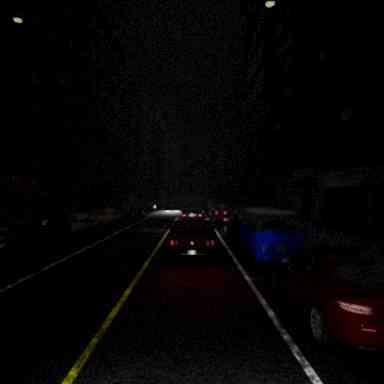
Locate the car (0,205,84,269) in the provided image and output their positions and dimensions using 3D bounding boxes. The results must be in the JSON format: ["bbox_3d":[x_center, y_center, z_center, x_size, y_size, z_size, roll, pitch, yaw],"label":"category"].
[{"bbox_3d":[-5.854,1.436,11.747,2.192,1.841,5.009,0,-1,0],"label":"car"}]

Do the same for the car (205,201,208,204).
[{"bbox_3d":[2.679,1.791,34.134,1.967,1.590,4.097,0,-1,0],"label":"car"}]

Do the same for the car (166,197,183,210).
[{"bbox_3d":[-3.003,2.038,52.554,2.128,1.511,4.902,0,-1,0],"label":"car"}]

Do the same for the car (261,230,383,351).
[{"bbox_3d":[2.670,1.646,6.163,1.802,1.307,4.206,0,-1,0],"label":"car"}]

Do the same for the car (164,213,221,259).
[{"bbox_3d":[0.018,1.737,13.248,1.895,1.301,4.718,0,-1,0],"label":"car"}]

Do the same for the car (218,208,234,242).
[{"bbox_3d":[2.674,1.728,17.351,2.008,1.369,4.403,0,-1,0],"label":"car"}]

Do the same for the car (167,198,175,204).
[{"bbox_3d":[-5.660,2.400,91.270,1.967,1.590,4.097,0,-1,0],"label":"car"}]

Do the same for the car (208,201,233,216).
[{"bbox_3d":[2.677,1.733,28.540,1.967,1.590,4.097,0,-1,0],"label":"car"}]

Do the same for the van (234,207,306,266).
[{"bbox_3d":[2.672,1.461,11.759,1.690,1.788,3.998,0,-1,0],"label":"van"}]

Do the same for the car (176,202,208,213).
[{"bbox_3d":[0.017,1.830,27.511,2.033,1.411,5.357,0,-1,0],"label":"car"}]

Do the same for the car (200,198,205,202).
[{"bbox_3d":[2.685,2.079,50.914,2.008,1.369,4.403,0,-1,0],"label":"car"}]

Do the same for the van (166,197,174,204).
[{"bbox_3d":[-5.687,2.240,85.603,1.690,1.788,3.998,0,-1,0],"label":"van"}]

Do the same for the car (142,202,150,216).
[{"bbox_3d":[-5.846,1.896,34.127,1.887,1.381,4.507,0,-1,0],"label":"car"}]

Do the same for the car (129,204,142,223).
[{"bbox_3d":[-5.848,1.838,28.531,1.887,1.381,4.507,0,-1,0],"label":"car"}]

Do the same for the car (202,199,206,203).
[{"bbox_3d":[2.683,2.051,45.320,1.802,1.307,4.206,0,-1,0],"label":"car"}]

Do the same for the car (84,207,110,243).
[{"bbox_3d":[-5.852,1.701,17.171,1.752,1.417,4.829,0,-1,0],"label":"car"}]

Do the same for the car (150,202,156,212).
[{"bbox_3d":[-5.843,2.020,45.318,2.008,1.369,4.403,0,-1,0],"label":"car"}]

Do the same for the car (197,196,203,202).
[{"bbox_3d":[2.839,2.338,85.563,1.967,1.590,4.097,0,-1,0],"label":"car"}]

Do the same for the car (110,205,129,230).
[{"bbox_3d":[-5.850,1.759,22.766,1.752,1.417,4.829,0,-1,0],"label":"car"}]
